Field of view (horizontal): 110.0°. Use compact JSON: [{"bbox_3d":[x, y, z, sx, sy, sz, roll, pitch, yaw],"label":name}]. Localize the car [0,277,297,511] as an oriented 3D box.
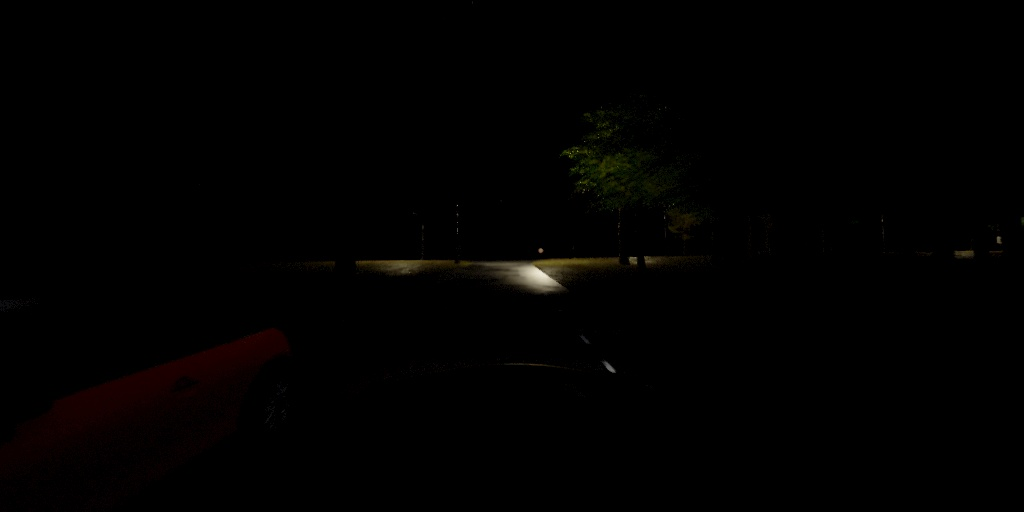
[{"bbox_3d":[-3.598,1.101,2.327,2.097,1.767,4.553,0,0,0],"label":"car"}]
